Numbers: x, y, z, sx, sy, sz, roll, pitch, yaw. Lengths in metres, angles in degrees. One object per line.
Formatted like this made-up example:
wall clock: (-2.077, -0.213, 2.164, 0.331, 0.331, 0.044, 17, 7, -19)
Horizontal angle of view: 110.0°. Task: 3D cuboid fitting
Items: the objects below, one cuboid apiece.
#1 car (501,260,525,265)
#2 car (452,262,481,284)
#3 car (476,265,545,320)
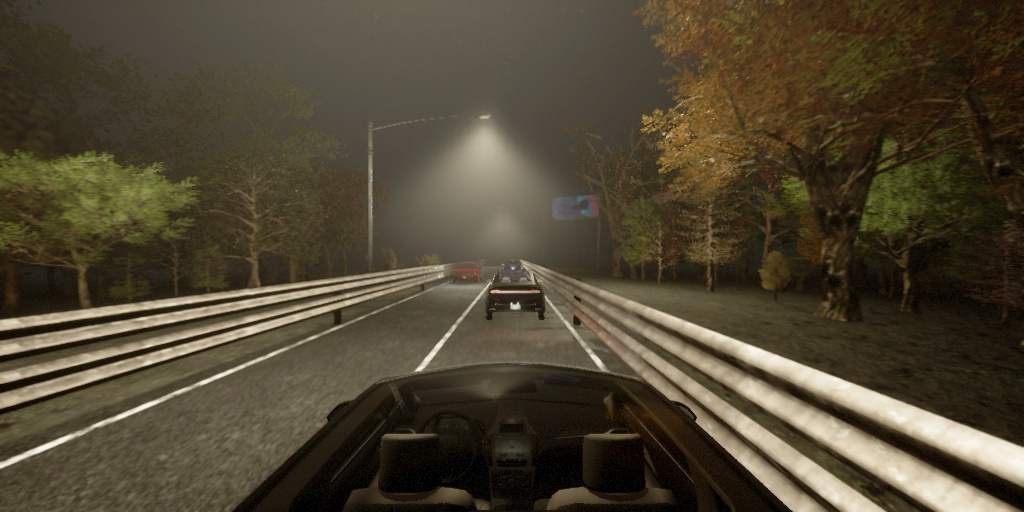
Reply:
car: (0.094, 1.119, 33.538, 2.097, 1.767, 4.553, 0, 0, 0)
car: (-3.348, 1.242, 27.639, 1.882, 1.535, 5.008, 0, 0, 0)
car: (0.101, 1.247, 12.686, 2.128, 1.511, 4.902, 0, 0, 0)
